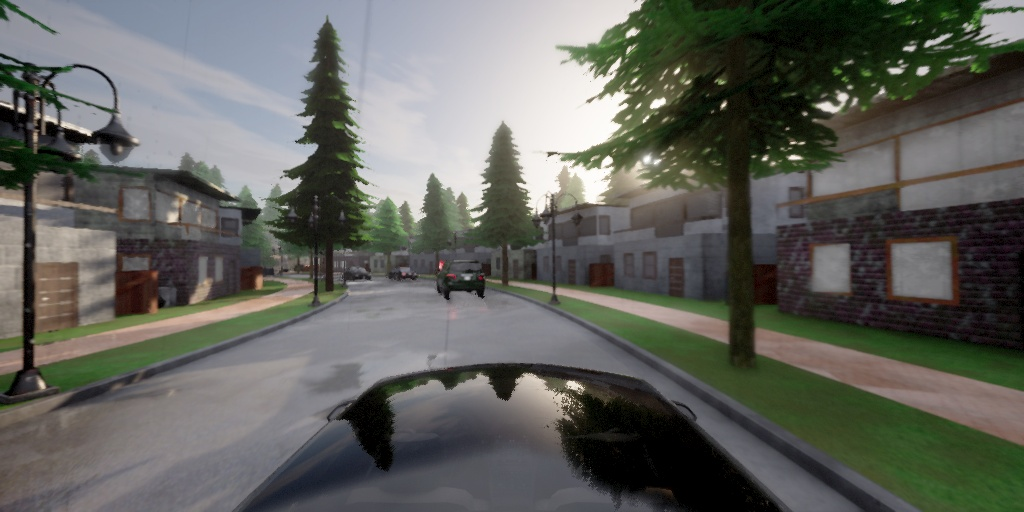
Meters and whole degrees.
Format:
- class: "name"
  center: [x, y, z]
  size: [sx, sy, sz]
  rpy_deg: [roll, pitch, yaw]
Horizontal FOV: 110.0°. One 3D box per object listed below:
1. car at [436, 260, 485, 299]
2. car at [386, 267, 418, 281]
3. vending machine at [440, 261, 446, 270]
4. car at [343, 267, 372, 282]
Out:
- class: "car"
  center: [-3.058, 1.260, 20.704]
  size: [2.150, 2.045, 5.566]
  rpy_deg: [0, -1, -17]
- class: "car"
  center: [-11.698, 1.908, 38.023]
  size: [2.033, 1.411, 5.357]
  rpy_deg: [0, -1, -35]
- class: "vending machine"
  center: [-7.112, 1.515, 38.394]
  size: [1.100, 2.100, 0.880]
  rpy_deg: [0, 0, -34]
- class: "car"
  center: [-16.467, 1.914, 38.109]
  size: [1.837, 1.490, 4.892]
  rpy_deg: [1, -1, -39]
